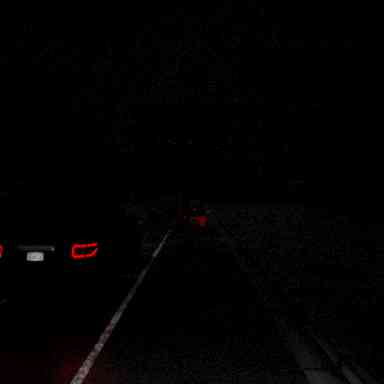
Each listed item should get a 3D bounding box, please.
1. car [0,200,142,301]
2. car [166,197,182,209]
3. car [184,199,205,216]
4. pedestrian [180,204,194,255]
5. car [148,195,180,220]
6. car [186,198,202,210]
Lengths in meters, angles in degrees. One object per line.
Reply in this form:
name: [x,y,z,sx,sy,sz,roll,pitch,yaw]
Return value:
car: [-2.709,1.215,8.464,2.150,2.045,5.566,0,0,0]
car: [-2.379,1.495,44.698,1.752,1.417,4.829,1,0,0]
car: [0.248,1.450,32.547,1.882,1.535,5.008,0,0,0]
pedestrian: [-0.220,1.280,11.721,0.375,1.860,0.375,-1,-1,0]
car: [-2.465,1.289,28.271,2.192,1.841,5.009,1,0,0]
car: [0.248,1.534,42.897,1.994,1.385,4.181,0,0,0]
